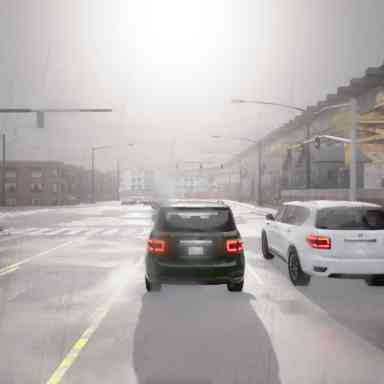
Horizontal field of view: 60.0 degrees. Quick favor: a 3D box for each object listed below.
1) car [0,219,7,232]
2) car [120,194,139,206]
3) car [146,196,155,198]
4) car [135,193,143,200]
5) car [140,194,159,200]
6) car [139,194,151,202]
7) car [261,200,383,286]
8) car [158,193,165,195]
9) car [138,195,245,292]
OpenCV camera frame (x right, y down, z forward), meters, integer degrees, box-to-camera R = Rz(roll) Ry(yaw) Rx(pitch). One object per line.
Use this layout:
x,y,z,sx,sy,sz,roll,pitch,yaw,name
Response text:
-10.435,1.594,14.793,1.895,1.301,4.718,0,0,1,car
-10.809,1.573,56.869,1.812,1.442,4.674,0,0,0,car
-2.867,1.538,39.829,2.128,1.511,4.902,0,0,33,car
-10.792,1.281,66.535,2.150,2.045,5.566,0,0,0,car
-7.317,1.606,58.103,2.033,1.411,5.357,0,0,0,car
-10.815,1.429,76.621,2.097,1.767,4.553,0,0,0,car
3.526,1.246,9.614,2.150,2.045,5.566,0,0,0,car
-7.320,1.310,77.997,2.150,2.045,5.566,0,0,0,car
0.030,1.236,9.116,2.150,2.045,5.566,0,0,-1,car
